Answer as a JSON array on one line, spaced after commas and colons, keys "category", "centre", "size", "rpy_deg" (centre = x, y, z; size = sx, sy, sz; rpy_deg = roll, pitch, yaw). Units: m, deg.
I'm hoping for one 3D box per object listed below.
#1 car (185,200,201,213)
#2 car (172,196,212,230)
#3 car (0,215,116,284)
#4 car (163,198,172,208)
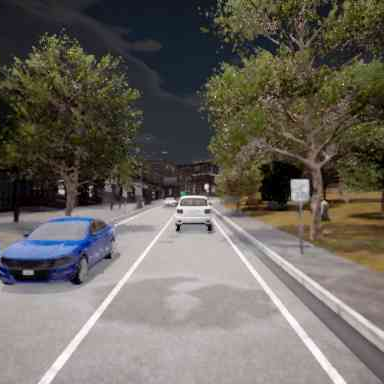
[{"category": "car", "centre": [0.109, 1.679, 39.641], "size": [1.895, 1.301, 4.718], "rpy_deg": [0, 0, 0]}, {"category": "car", "centre": [0.105, 1.264, 21.368], "size": [2.150, 2.045, 5.566], "rpy_deg": [0, 0, 0]}, {"category": "car", "centre": [-3.597, 1.497, 9.801], "size": [1.882, 1.535, 5.008], "rpy_deg": [0, 0, 0]}, {"category": "car", "centre": [-3.399, 1.631, 51.170], "size": [1.812, 1.442, 4.674], "rpy_deg": [0, 0, 2]}]
